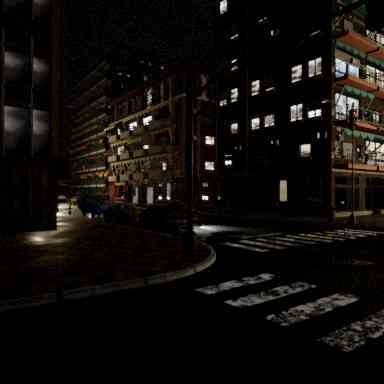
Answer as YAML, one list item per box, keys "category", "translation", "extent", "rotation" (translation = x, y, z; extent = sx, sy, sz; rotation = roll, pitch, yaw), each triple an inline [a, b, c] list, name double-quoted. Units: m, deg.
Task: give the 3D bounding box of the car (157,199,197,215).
- category: "car"
  translation: [-1.659, 1.488, 34.014]
  extent: [1.752, 1.417, 4.829]
  rotation: [0, 0, -36]

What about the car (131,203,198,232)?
- category: "car"
  translation: [-1.753, 1.526, 19.787]
  extent: [1.802, 1.307, 4.206]
  rotation: [0, 0, -36]

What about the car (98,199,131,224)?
- category: "car"
  translation: [-4.959, 1.459, 24.248]
  extent: [1.752, 1.417, 4.829]
  rotation: [0, 0, -36]

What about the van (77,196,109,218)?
- category: "van"
  translation: [-8.363, 1.265, 28.985]
  extent: [1.690, 1.788, 3.998]
  rotation: [0, 0, -36]

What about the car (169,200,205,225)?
- category: "car"
  translation: [-0.919, 1.515, 23.063]
  extent: [1.994, 1.385, 4.181]
  rotation: [0, 0, -36]

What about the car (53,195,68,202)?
- category: "car"
  translation: [-28.005, 1.360, 70.667]
  extent: [1.967, 1.590, 4.097]
  rotation: [0, 0, -36]

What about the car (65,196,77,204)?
- category: "car"
  translation: [-21.493, 1.447, 61.607]
  extent: [1.752, 1.417, 4.829]
  rotation: [0, 0, -36]

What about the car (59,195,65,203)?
- category: "car"
  translation: [-24.450, 1.456, 61.263]
  extent: [2.033, 1.411, 5.357]
  rotation: [0, 0, -35]

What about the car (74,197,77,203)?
- category: "car"
  translation: [-11.325, 1.526, 37.551]
  extent: [1.895, 1.301, 4.718]
  rotation: [0, 0, -36]
